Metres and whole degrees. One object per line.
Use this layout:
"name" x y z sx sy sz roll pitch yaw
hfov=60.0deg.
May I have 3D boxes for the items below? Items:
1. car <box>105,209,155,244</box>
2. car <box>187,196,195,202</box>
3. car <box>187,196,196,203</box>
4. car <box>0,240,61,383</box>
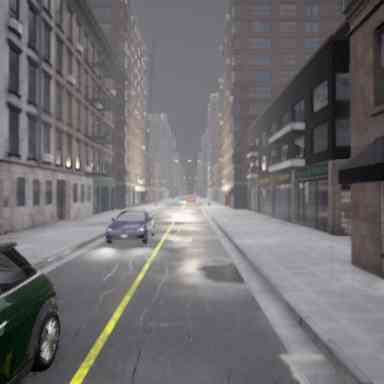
"car" -2.875 1.609 16.363 1.812 1.442 4.674 0 0 0
"car" -0.215 1.811 87.124 1.994 1.385 4.181 0 0 0
"car" -0.190 1.719 77.058 2.097 1.767 4.553 0 0 0
"car" -2.851 1.369 2.676 2.097 1.767 4.553 0 0 0
